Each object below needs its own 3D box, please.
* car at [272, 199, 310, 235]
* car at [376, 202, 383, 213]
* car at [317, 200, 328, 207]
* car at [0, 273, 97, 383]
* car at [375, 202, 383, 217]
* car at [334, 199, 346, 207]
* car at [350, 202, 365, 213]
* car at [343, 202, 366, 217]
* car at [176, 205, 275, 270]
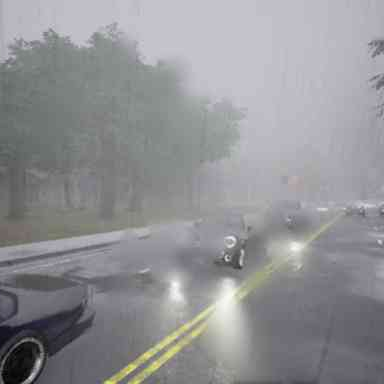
[{"bbox_3d":[6.104,1.483,21.156,2.150,2.045,5.566,0,-1,27],"label":"car"},{"bbox_3d":[26.957,2.171,46.864,1.812,1.442,4.674,0,-1,28],"label":"car"},{"bbox_3d":[26.485,2.298,67.394,2.128,1.511,4.902,0,-1,27],"label":"car"},{"bbox_3d":[-3.305,1.568,2.989,2.033,1.411,5.357,0,-1,27],"label":"car"},{"bbox_3d":[22.149,2.065,37.585,2.033,1.411,5.357,0,-1,27],"label":"car"},{"bbox_3d":[29.386,2.124,65.930,2.097,1.767,4.553,0,-1,27],"label":"car"},{"bbox_3d":[23.637,2.164,47.534,1.812,1.442,4.674,0,-1,27],"label":"car"},{"bbox_3d":[18.402,2.100,37.419,1.895,1.301,4.718,0,-1,27],"label":"car"},{"bbox_3d":[1.266,1.489,11.813,2.097,1.767,4.553,0,-1,27],"label":"car"}]
